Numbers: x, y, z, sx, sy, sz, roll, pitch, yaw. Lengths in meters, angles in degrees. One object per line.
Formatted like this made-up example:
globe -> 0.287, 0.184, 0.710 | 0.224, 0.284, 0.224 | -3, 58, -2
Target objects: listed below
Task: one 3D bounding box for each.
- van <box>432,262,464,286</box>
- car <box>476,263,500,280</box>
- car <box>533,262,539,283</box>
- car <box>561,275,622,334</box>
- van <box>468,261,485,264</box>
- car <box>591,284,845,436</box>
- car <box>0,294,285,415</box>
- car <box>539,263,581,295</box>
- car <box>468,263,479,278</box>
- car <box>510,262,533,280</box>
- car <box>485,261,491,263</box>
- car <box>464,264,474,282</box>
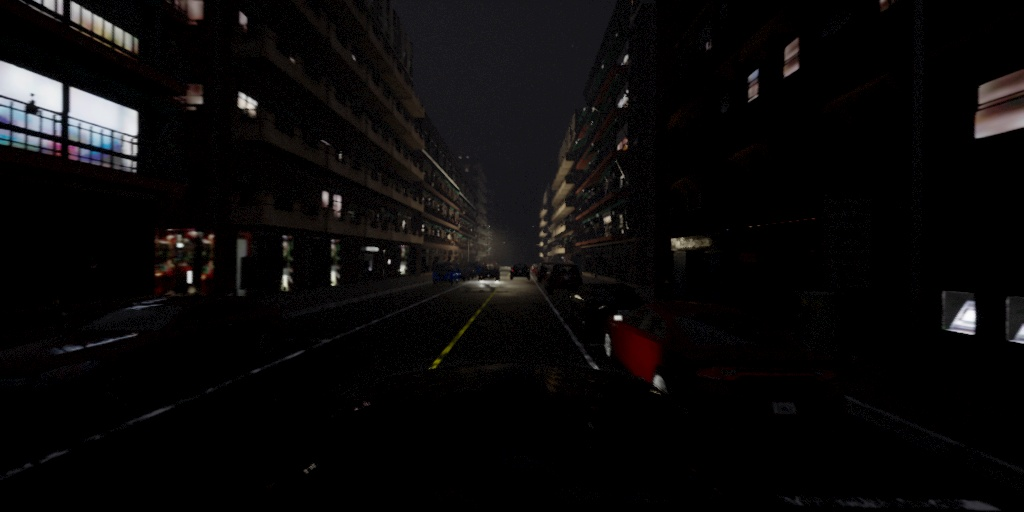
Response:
van -> -5.112, 1.386, 28.249 | 1.690, 1.789, 3.998 | 0, 0, 1
car -> -2.244, 1.757, 36.930 | 1.994, 1.385, 4.181 | 1, -1, 1
car -> 3.364, 1.527, 33.685 | 2.192, 1.841, 5.009 | 0, 0, 1
car -> 2.835, 1.470, 11.038 | 1.948, 1.339, 4.313 | 0, 0, 1
van -> -4.731, 1.618, 45.236 | 1.690, 1.789, 3.998 | 0, 0, 1
car -> 2.710, 1.378, 5.718 | 1.888, 1.381, 4.507 | 0, 0, 1
car -> -5.634, 1.325, 5.916 | 1.802, 1.307, 4.207 | 0, 0, 1
car -> 3.099, 1.372, 22.360 | 2.192, 1.841, 5.009 | 0, 0, 1
car -> -4.851, 1.782, 39.572 | 1.802, 1.307, 4.207 | 0, 0, 1
car -> 0.882, 1.604, 38.705 | 2.097, 1.767, 4.553 | 1, -1, 2
car -> -4.627, 1.670, 50.898 | 2.192, 1.841, 5.009 | 0, 0, 1
car -> -4.980, 1.704, 33.911 | 1.802, 1.307, 4.207 | 0, 0, 1
